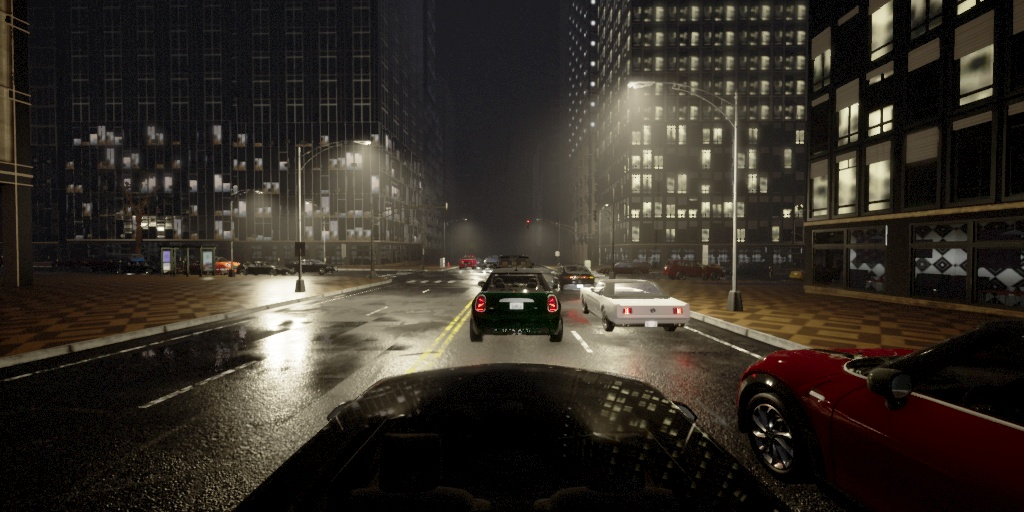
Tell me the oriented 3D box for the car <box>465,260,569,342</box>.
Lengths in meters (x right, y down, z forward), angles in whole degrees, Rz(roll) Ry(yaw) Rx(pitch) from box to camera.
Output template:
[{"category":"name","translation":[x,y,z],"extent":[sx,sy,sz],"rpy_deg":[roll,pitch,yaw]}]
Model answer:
[{"category":"car","translation":[0.101,1.098,9.888],"extent":[2.097,1.767,4.553],"rpy_deg":[0,0,0]}]

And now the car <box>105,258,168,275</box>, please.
[{"category":"car","translation":[-34.091,1.068,33.071],"extent":[4.313,1.339,1.948],"rpy_deg":[0,0,1]}]

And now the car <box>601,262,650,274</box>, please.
[{"category":"car","translation":[11.764,1.364,38.232],"extent":[5.357,1.411,2.033],"rpy_deg":[1,1,3]}]

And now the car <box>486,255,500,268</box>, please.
[{"category":"car","translation":[-3.315,0.922,62.602],"extent":[2.150,2.045,5.566],"rpy_deg":[0,0,0]}]

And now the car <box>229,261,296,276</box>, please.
[{"category":"car","translation":[-22.727,1.172,32.763],"extent":[4.313,1.339,1.948],"rpy_deg":[0,0,1]}]

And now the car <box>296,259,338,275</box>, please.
[{"category":"car","translation":[-19.804,1.080,35.411],"extent":[4.902,1.511,2.128],"rpy_deg":[1,1,1]}]

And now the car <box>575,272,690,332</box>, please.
[{"category":"car","translation":[3.352,1.347,10.839],"extent":[1.895,1.301,4.718],"rpy_deg":[0,0,0]}]

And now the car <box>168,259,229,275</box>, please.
[{"category":"car","translation":[-28.411,1.136,32.897],"extent":[4.207,1.307,1.802],"rpy_deg":[0,0,1]}]

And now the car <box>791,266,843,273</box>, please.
[{"category":"car","translation":[27.646,1.576,32.031],"extent":[4.829,1.417,1.751],"rpy_deg":[0,0,1]}]

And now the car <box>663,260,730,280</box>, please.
[{"category":"car","translation":[16.198,1.267,32.230],"extent":[5.009,1.841,2.192],"rpy_deg":[0,0,1]}]

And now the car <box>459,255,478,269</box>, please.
[{"category":"car","translation":[-6.590,0.933,53.972],"extent":[2.150,2.045,5.566],"rpy_deg":[0,0,0]}]

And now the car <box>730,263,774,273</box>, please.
[{"category":"car","translation":[24.442,1.478,37.867],"extent":[5.357,1.411,2.033],"rpy_deg":[1,1,1]}]

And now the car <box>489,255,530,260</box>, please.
[{"category":"car","translation":[0.103,0.962,19.600],"extent":[2.150,2.045,5.566],"rpy_deg":[0,0,0]}]

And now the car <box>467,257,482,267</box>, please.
[{"category":"car","translation":[-6.553,1.051,63.570],"extent":[2.097,1.767,4.553],"rpy_deg":[0,0,0]}]

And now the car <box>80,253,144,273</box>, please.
[{"category":"car","translation":[-39.417,0.762,35.817],"extent":[4.553,1.767,2.097],"rpy_deg":[1,1,1]}]

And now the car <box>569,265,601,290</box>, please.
[{"category":"car","translation":[3.353,1.244,20.097],"extent":[1.837,1.490,4.892],"rpy_deg":[0,0,0]}]

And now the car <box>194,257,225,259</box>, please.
[{"category":"car","translation":[-29.422,0.853,35.606],"extent":[4.553,1.767,2.097],"rpy_deg":[1,1,1]}]

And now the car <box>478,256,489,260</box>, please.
[{"category":"car","translation":[-3.336,1.204,52.439],"extent":[2.128,1.511,4.902],"rpy_deg":[0,0,0]}]

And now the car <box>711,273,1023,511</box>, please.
[{"category":"car","translation":[3.350,1.102,1.821],"extent":[2.097,1.767,4.553],"rpy_deg":[0,0,0]}]
